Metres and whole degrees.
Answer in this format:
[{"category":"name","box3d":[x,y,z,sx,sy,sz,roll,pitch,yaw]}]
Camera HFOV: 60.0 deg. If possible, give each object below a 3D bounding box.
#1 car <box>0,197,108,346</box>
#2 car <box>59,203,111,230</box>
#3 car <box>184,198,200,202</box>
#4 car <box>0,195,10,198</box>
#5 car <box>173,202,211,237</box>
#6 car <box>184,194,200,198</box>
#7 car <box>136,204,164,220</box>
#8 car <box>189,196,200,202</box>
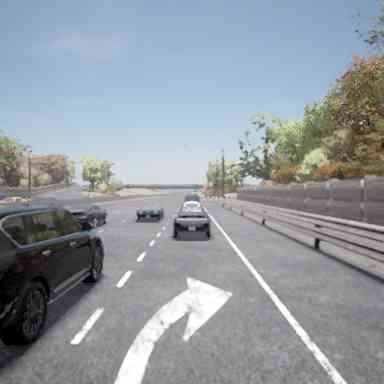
[{"category":"car","box3d":[-3.400,1.223,6.490,2.150,2.045,5.566,0,0,0]},{"category":"car","box3d":[-6.902,1.519,21.988,1.837,1.490,4.892,0,0,0]},{"category":"car","box3d":[-0.004,1.551,29.178,1.812,1.442,4.674,0,0,0]},{"category":"car","box3d":[-24.564,1.541,45.323,1.882,1.535,5.008,0,0,0]},{"category":"car","box3d":[-0.002,1.501,18.105,2.128,1.511,4.902,0,0,0]},{"category":"car","box3d":[-0.002,1.290,47.411,2.150,2.045,5.566,0,0,0]},{"category":"car","box3d":[-3.401,1.624,27.986,1.895,1.301,4.718,0,0,0]},{"category":"car","box3d":[0.619,1.728,83.989,2.033,1.411,5.357,0,0,8]}]
